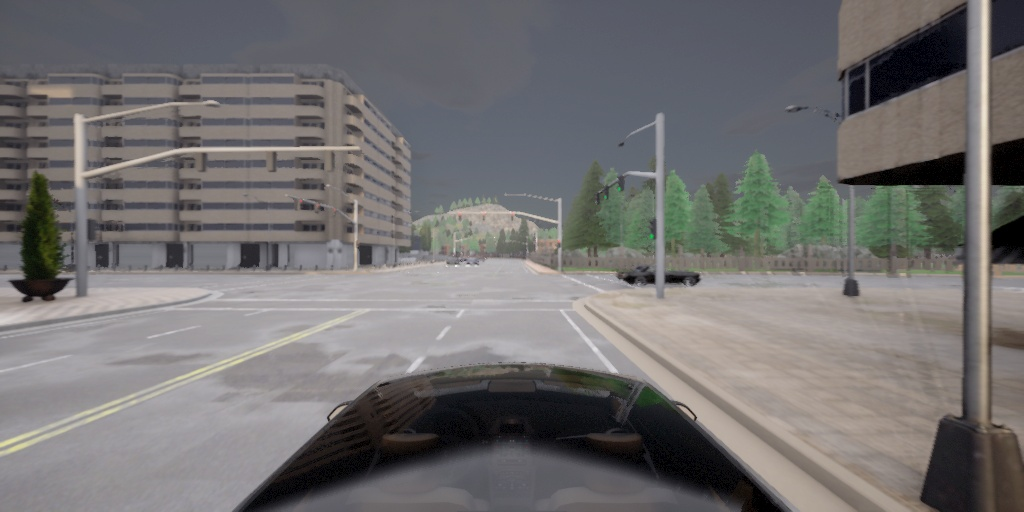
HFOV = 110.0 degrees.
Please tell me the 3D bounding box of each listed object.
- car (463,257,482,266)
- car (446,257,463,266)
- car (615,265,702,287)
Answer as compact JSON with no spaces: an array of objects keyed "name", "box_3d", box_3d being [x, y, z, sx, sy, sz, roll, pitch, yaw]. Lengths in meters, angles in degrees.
[{"name":"car","box_3d":[-7.000,0.978,64.056,1.812,1.442,4.674,0,0,1]},{"name":"car","box_3d":[-10.502,0.955,64.053,1.837,1.490,4.892,0,1,1]},{"name":"car","box_3d":[8.945,1.196,21.992,4.718,1.301,1.895,0,0,0]}]
